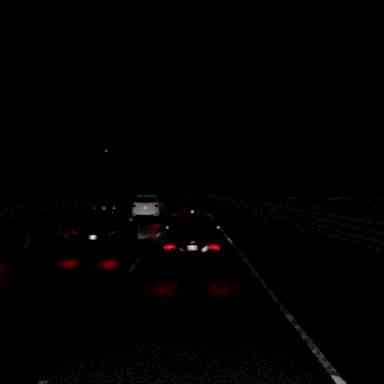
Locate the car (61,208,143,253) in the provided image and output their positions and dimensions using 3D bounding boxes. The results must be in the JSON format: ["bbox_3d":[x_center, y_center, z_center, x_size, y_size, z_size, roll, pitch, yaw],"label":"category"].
[{"bbox_3d":[-3.457,1.551,13.657,1.994,1.385,4.181,0,0,1],"label":"car"}]

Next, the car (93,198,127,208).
[{"bbox_3d":[-6.960,1.329,28.494,2.097,1.767,4.553,0,0,1],"label":"car"}]

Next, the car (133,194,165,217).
[{"bbox_3d":[-3.471,1.203,27.427,2.150,2.045,5.566,0,0,0],"label":"car"}]

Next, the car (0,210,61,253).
[{"bbox_3d":[-6.957,1.494,13.571,1.837,1.490,4.892,0,0,0],"label":"car"}]

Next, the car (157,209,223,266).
[{"bbox_3d":[0.023,1.536,11.403,2.033,1.411,5.357,0,0,0],"label":"car"}]

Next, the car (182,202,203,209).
[{"bbox_3d":[0.043,1.544,28.831,1.994,1.385,4.181,0,0,0],"label":"car"}]
